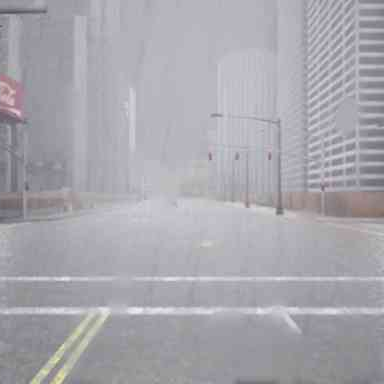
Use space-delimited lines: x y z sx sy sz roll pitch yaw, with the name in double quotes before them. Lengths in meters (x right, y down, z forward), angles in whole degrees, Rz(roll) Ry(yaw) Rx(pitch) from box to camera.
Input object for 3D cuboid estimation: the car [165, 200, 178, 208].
"car" -3.582 2.125 58.849 1.837 1.490 4.892 0 0 0
